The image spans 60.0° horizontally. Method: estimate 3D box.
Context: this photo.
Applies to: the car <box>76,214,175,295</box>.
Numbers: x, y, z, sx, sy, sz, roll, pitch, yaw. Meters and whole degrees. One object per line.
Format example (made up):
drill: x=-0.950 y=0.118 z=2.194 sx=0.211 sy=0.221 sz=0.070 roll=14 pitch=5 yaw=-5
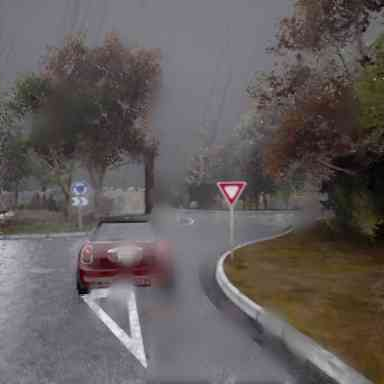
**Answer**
car: x=-1.639 y=1.353 z=8.981 sx=2.097 sy=1.767 sz=4.553 roll=0 pitch=0 yaw=-7
